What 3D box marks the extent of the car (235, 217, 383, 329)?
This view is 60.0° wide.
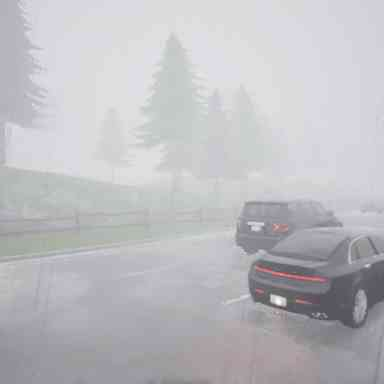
[{"bbox_3d":[3.179,1.521,7.109,4.892,1.490,1.837,0,0,-43],"label":"car"}]

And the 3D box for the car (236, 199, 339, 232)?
[{"bbox_3d":[3.899,1.265,12.714,2.150,2.045,5.566,-1,0,43],"label":"car"}]

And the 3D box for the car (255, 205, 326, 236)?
[{"bbox_3d":[6.190,1.615,20.373,2.033,1.411,5.357,-1,0,42],"label":"car"}]

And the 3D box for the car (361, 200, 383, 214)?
[{"bbox_3d":[19.433,1.576,35.167,2.033,1.411,5.357,-1,0,42],"label":"car"}]
